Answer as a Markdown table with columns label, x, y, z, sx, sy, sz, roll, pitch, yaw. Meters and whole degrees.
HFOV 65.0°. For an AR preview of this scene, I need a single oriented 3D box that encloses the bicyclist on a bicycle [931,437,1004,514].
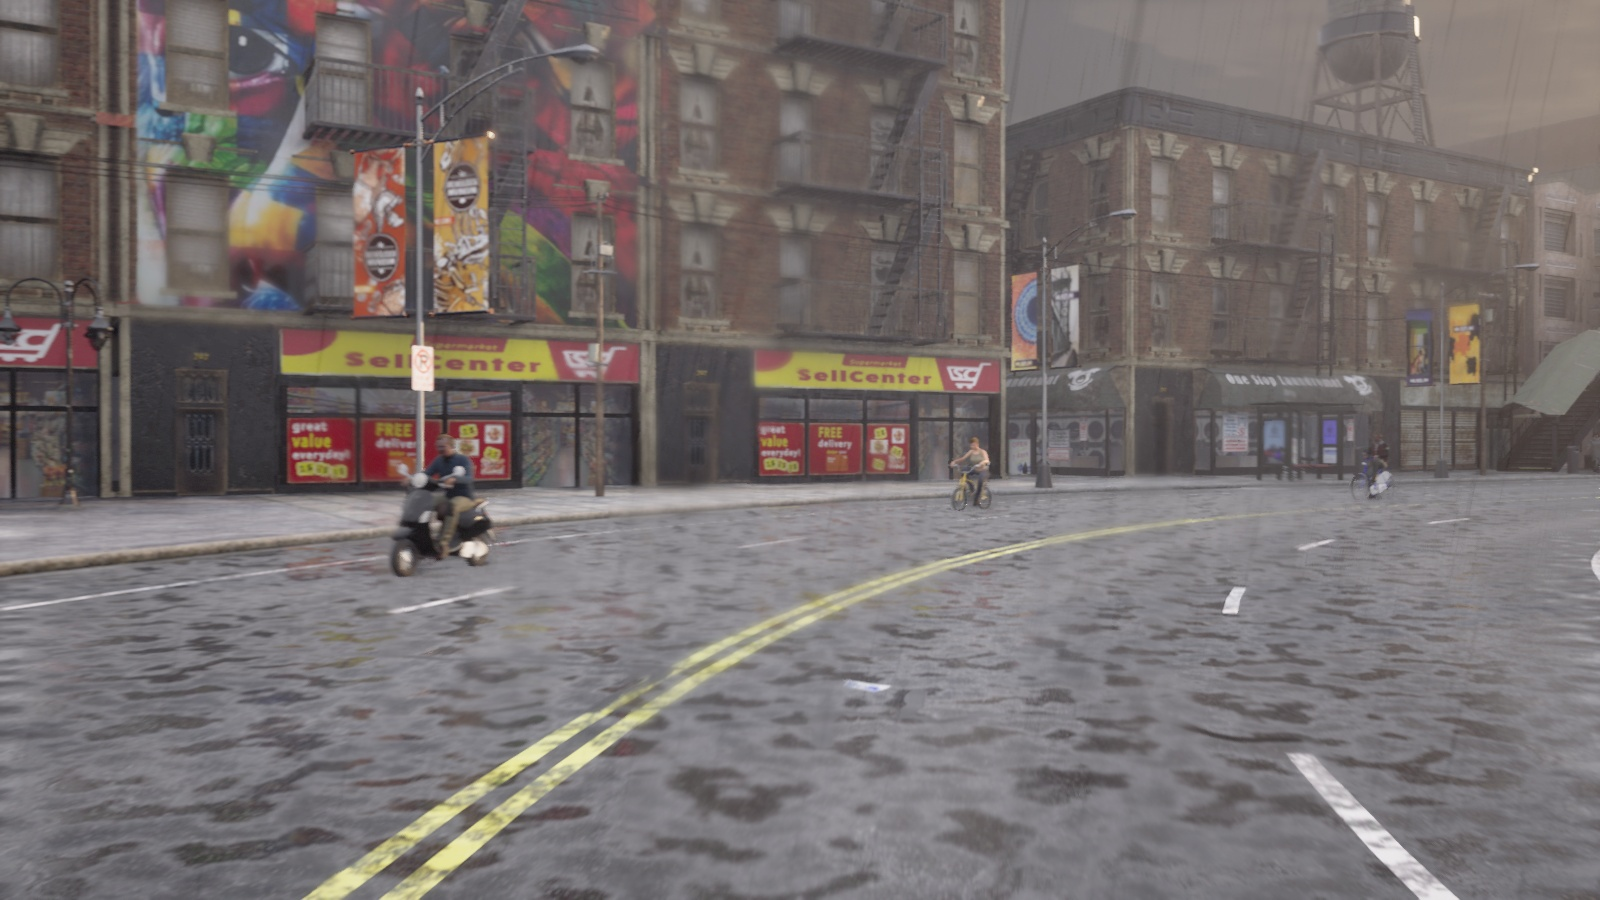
| label | x | y | z | sx | sy | sz | roll | pitch | yaw |
| --- | --- | --- | --- | --- | --- | --- | --- | --- | --- |
| bicyclist on a bicycle | 3.672 | 0.534 | 27.425 | 0.866 | 1.612 | 1.509 | 1 | 1 | 42 |

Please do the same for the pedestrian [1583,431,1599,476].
| label | x | y | z | sx | sy | sz | roll | pitch | yaw |
| --- | --- | --- | --- | --- | --- | --- | --- | --- | --- |
| pedestrian | 35.102 | 0.147 | 55.456 | 0.873 | 1.952 | 0.659 | 0 | 0 | -44 |

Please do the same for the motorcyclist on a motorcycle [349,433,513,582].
| label | x | y | z | sx | sy | sz | roll | pitch | yaw |
| --- | --- | --- | --- | --- | --- | --- | --- | --- | --- |
| motorcyclist on a motorcycle | -4.191 | 0.612 | 14.426 | 0.866 | 1.590 | 1.817 | 1 | 0 | 21 |

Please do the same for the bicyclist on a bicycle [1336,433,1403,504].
| label | x | y | z | sx | sy | sz | roll | pitch | yaw |
| --- | --- | --- | --- | --- | --- | --- | --- | --- | --- |
| bicyclist on a bicycle | 14.560 | 0.459 | 32.098 | 1.843 | 1.776 | 0.659 | 0 | 1 | -33 |
